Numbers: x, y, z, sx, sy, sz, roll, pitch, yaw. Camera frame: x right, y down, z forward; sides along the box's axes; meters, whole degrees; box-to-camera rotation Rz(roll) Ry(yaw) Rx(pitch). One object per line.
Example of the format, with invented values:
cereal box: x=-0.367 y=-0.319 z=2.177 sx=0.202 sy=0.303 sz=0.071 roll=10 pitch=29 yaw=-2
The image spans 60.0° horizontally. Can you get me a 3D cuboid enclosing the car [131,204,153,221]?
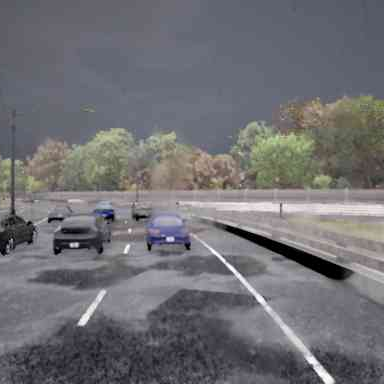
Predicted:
car: x=-4.525 y=1.827 z=30.705 sx=2.128 sy=1.511 sz=4.902 roll=0 pitch=0 yaw=-17

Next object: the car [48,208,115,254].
car: x=-4.599 y=1.668 z=14.403 sx=1.837 sy=1.490 sz=4.892 roll=0 pitch=0 yaw=-8

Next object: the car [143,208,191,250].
car: x=-1.188 y=1.691 z=15.232 sx=1.812 sy=1.442 sz=4.674 roll=0 pitch=0 yaw=-9

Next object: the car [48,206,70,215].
car: x=-11.300 y=1.888 z=28.937 sx=1.994 sy=1.385 sz=4.181 roll=0 pitch=-1 yaw=-17

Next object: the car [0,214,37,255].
car: x=-8.073 y=1.667 z=13.979 sx=1.837 sy=1.490 sz=4.892 roll=0 pitch=0 yaw=-8

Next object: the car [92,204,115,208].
car: x=-8.122 y=1.814 z=30.493 sx=1.882 sy=1.535 sz=5.008 roll=0 pitch=0 yaw=-17
